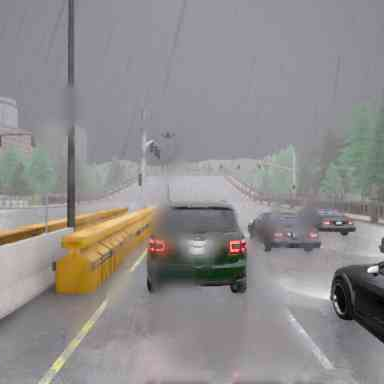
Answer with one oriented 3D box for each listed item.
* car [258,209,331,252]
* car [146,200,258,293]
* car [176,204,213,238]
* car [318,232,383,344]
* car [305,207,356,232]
[{"bbox_3d":[3.622,1.547,13.945,2.033,1.411,5.357,0,0,0],"label":"car"},{"bbox_3d":[0.114,1.222,8.987,2.150,2.045,5.566,0,0,0],"label":"car"},{"bbox_3d":[0.127,1.505,18.838,1.837,1.490,4.892,0,0,0],"label":"car"},{"bbox_3d":[3.610,1.564,4.670,1.994,1.385,4.181,0,0,0],"label":"car"},{"bbox_3d":[7.125,1.547,18.608,2.033,1.411,5.357,0,0,0],"label":"car"}]
